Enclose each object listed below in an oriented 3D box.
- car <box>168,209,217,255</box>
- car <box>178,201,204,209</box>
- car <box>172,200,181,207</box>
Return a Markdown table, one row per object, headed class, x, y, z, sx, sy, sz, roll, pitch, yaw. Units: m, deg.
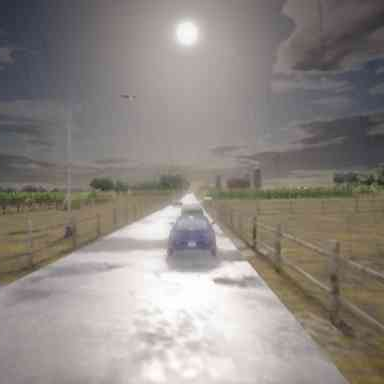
| class | x | y | z | sx | sy | sz | roll | pitch | yaw |
| --- | --- | --- | --- | --- | --- | --- | --- | --- | --- |
| car | 0.020 | 1.668 | 13.899 | 1.812 | 1.442 | 4.674 | 0 | 0 | 0 |
| car | 0.024 | 1.779 | 29.253 | 1.882 | 1.535 | 5.008 | 0 | 0 | 0 |
| car | -2.766 | 2.234 | 64.509 | 1.895 | 1.301 | 4.718 | 0 | 0 | 1 |
